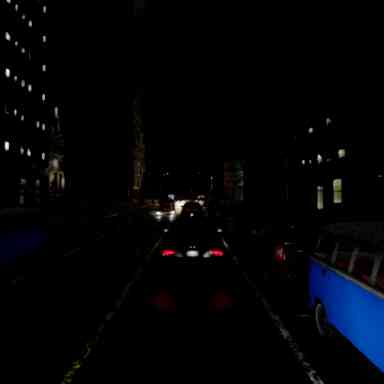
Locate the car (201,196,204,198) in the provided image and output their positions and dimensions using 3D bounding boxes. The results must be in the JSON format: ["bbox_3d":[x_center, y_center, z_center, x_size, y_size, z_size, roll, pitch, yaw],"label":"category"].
[{"bbox_3d":[2.724,1.718,53.263,1.802,1.307,4.206,1,0,0],"label":"car"}]

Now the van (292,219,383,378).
[{"bbox_3d":[2.700,1.353,3.968,1.690,1.788,3.998,1,0,0],"label":"van"}]

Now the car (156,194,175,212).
[{"bbox_3d":[-3.174,1.460,41.218,2.097,1.767,4.553,0,0,0],"label":"car"}]

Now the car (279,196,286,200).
[{"bbox_3d":[20.550,1.410,69.062,4.829,1.417,1.752,-1,-1,0],"label":"car"}]

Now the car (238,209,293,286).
[{"bbox_3d":[2.687,1.467,9.445,1.967,1.590,4.097,1,0,0],"label":"car"}]

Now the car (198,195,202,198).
[{"bbox_3d":[2.528,1.658,91.225,1.967,1.590,4.097,1,0,0],"label":"car"}]

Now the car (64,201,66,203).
[{"bbox_3d":[-28.756,1.887,69.438,4.829,1.417,1.752,-1,-1,0],"label":"car"}]

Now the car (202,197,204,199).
[{"bbox_3d":[2.622,1.661,42.310,2.008,1.369,4.403,1,0,0],"label":"car"}]

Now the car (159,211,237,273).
[{"bbox_3d":[0.023,1.578,10.765,2.033,1.411,5.357,0,0,0],"label":"car"}]

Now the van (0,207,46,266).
[{"bbox_3d":[-5.691,1.369,9.426,1.690,1.788,3.998,1,0,0],"label":"van"}]

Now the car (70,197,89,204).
[{"bbox_3d":[-23.244,1.748,69.397,4.097,1.590,1.967,-1,-1,0],"label":"car"}]

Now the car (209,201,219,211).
[{"bbox_3d":[2.654,1.636,25.877,1.947,1.339,4.313,1,0,0],"label":"car"}]

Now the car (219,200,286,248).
[{"bbox_3d":[2.679,1.357,14.923,2.192,1.841,5.009,1,0,0],"label":"car"}]

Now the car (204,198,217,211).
[{"bbox_3d":[2.632,1.663,36.833,1.947,1.339,4.313,1,0,0],"label":"car"}]

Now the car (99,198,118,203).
[{"bbox_3d":[-17.559,1.834,69.352,4.206,1.307,1.802,-1,-1,0],"label":"car"}]

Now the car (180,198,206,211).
[{"bbox_3d":[0.015,1.586,29.624,1.837,1.490,4.892,0,0,0],"label":"car"}]
